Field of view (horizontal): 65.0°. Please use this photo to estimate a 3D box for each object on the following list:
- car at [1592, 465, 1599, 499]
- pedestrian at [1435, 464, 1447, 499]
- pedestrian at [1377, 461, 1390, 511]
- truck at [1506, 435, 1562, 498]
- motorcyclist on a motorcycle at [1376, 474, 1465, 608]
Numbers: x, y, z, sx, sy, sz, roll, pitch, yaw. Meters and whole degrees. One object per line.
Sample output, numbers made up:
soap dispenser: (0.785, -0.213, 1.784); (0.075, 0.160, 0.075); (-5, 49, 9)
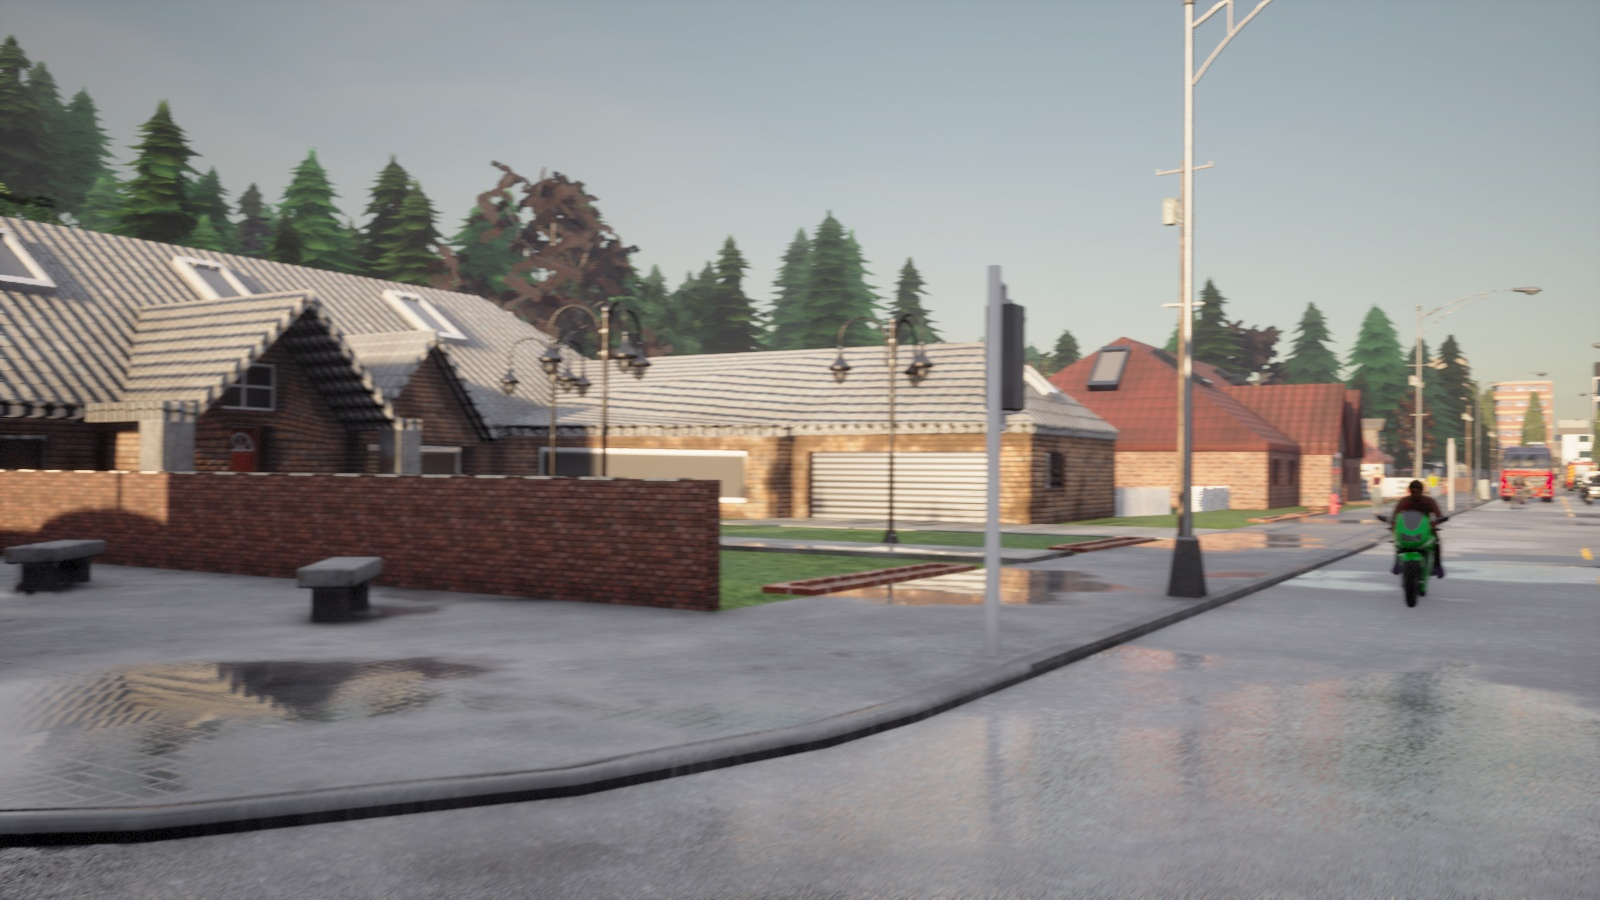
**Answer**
car: (47.249, 1.896, 72.996); (1.932, 1.855, 4.605); (-1, -3, 31)
pedestrian: (34.224, 1.686, 67.041); (0.354, 1.836, 0.706); (0, -1, 12)
pedestrian: (21.394, 1.316, 46.057); (0.345, 1.836, 0.594); (-1, -1, 31)
truck: (47.281, 1.053, 80.778); (2.891, 3.827, 8.468); (-1, -1, 31)
motorcyclist on a motorcycle: (7.682, 1.064, 15.492); (0.797, 1.523, 2.044); (-1, -1, 31)
